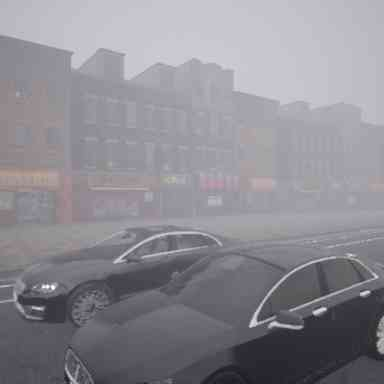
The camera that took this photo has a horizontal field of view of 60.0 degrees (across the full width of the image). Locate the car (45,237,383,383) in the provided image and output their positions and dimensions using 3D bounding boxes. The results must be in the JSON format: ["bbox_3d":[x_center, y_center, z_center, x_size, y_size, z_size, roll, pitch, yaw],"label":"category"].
[{"bbox_3d":[0.927,1.503,4.349,4.892,1.490,1.837,0,0,-36],"label":"car"}]

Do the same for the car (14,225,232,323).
[{"bbox_3d":[-0.962,1.490,6.995,4.902,1.511,2.128,0,0,-36],"label":"car"}]
